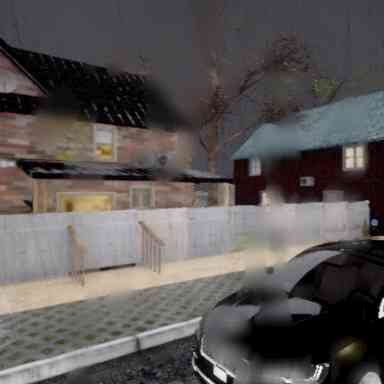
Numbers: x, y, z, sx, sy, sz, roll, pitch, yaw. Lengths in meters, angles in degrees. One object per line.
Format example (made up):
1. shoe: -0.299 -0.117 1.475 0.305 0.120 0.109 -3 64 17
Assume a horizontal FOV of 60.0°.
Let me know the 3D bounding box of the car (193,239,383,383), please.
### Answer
1. car: 2.282 1.488 4.532 4.892 1.490 1.837 0 0 -34
